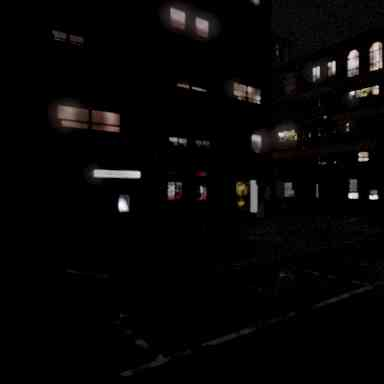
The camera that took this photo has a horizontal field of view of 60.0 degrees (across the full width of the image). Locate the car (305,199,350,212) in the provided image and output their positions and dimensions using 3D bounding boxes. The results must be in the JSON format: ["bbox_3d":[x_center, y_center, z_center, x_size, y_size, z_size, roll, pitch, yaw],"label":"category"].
[{"bbox_3d":[13.540,1.292,33.440,2.008,1.369,4.403,-1,0,-36],"label":"car"}]

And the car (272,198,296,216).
[{"bbox_3d":[6.939,1.206,28.676,1.967,1.590,4.097,-1,0,-36],"label":"car"}]

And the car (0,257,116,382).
[{"bbox_3d":[-3.049,1.570,3.873,4.313,1.339,1.947,-1,1,-36],"label":"car"}]
